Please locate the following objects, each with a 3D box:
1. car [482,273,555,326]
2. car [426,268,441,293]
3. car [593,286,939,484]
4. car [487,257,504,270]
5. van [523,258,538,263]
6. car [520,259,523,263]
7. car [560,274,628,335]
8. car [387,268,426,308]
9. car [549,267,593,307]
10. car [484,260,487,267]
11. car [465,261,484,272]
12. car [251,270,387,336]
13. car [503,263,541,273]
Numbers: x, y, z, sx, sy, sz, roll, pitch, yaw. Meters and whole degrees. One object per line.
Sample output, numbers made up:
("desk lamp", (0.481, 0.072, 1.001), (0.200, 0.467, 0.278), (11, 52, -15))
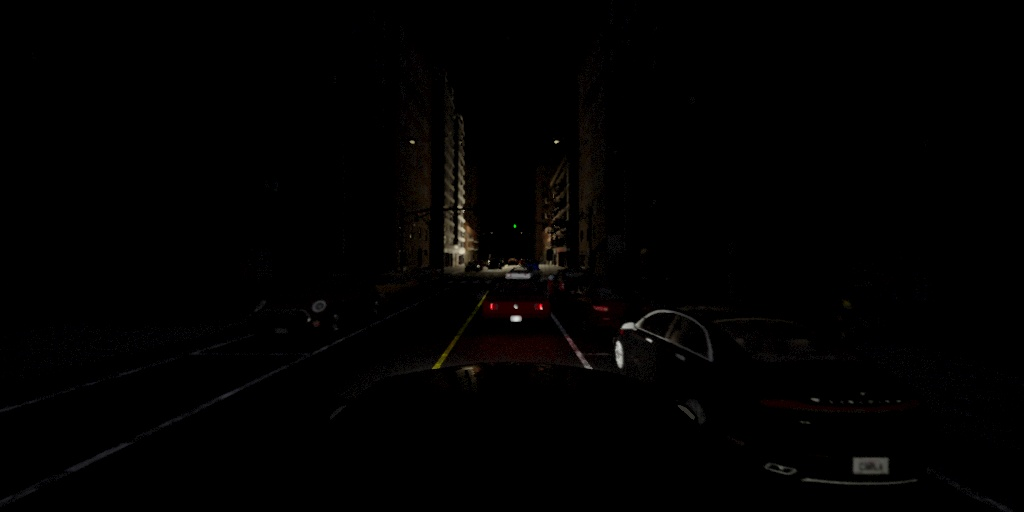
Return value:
("car", (0.115, 1.393, 11.813), (1.895, 1.301, 4.718), (0, 0, 0))
("car", (-5.359, 1.382, 21.376), (2.007, 1.370, 4.403), (0, 0, 0))
("car", (2.642, 1.314, 4.817), (2.007, 1.370, 4.403), (0, 0, 0))
("car", (-2.738, 1.330, 57.403), (2.097, 1.767, 4.553), (0, 0, 0))
("van", (2.705, 1.283, 48.455), (1.690, 1.789, 3.998), (0, 0, 0))
("car", (2.721, 1.570, 59.817), (1.802, 1.307, 4.207), (0, 0, 0))
("car", (2.650, 1.368, 10.336), (1.802, 1.307, 4.207), (0, 0, 0))
("car", (-5.368, 1.334, 15.688), (1.751, 1.417, 4.829), (0, 0, 0))
("car", (2.658, 1.249, 15.855), (1.967, 1.591, 4.097), (0, 0, 0))
("car", (-5.312, 1.511, 54.139), (1.888, 1.381, 4.507), (0, 0, 0))
("car", (-5.320, 1.493, 48.458), (2.007, 1.370, 4.403), (0, 0, 0))
("car", (-5.375, 1.226, 10.340), (1.967, 1.591, 4.097), (0, 0, 0))
("car", (1.025, 1.461, 28.220), (1.895, 1.301, 4.718), (0, 0, 15))
